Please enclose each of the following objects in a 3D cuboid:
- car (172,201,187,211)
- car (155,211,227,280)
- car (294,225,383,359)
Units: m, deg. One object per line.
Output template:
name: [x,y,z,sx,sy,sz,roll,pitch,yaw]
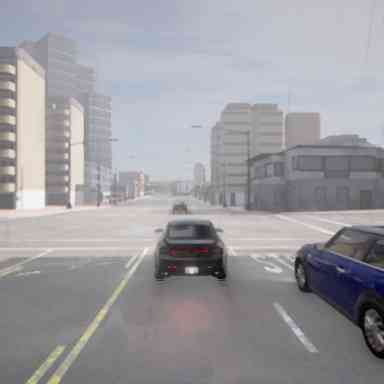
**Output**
car: [-1.560,1.884,42.534,1.812,1.442,4.674,0,-1,-3]
car: [-0.078,1.561,10.118,1.837,1.490,4.892,0,0,-2]
car: [3.513,1.386,6.207,2.097,1.767,4.553,0,0,-1]
